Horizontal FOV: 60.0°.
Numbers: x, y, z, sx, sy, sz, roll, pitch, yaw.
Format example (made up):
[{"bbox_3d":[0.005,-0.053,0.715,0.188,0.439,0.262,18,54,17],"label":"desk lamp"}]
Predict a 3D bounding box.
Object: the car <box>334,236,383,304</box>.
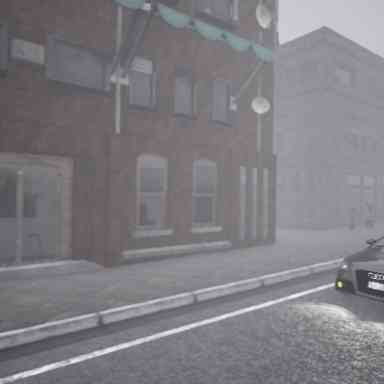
[{"bbox_3d":[5.008,1.548,7.307,4.181,1.385,1.994,0,0,-36],"label":"car"}]
